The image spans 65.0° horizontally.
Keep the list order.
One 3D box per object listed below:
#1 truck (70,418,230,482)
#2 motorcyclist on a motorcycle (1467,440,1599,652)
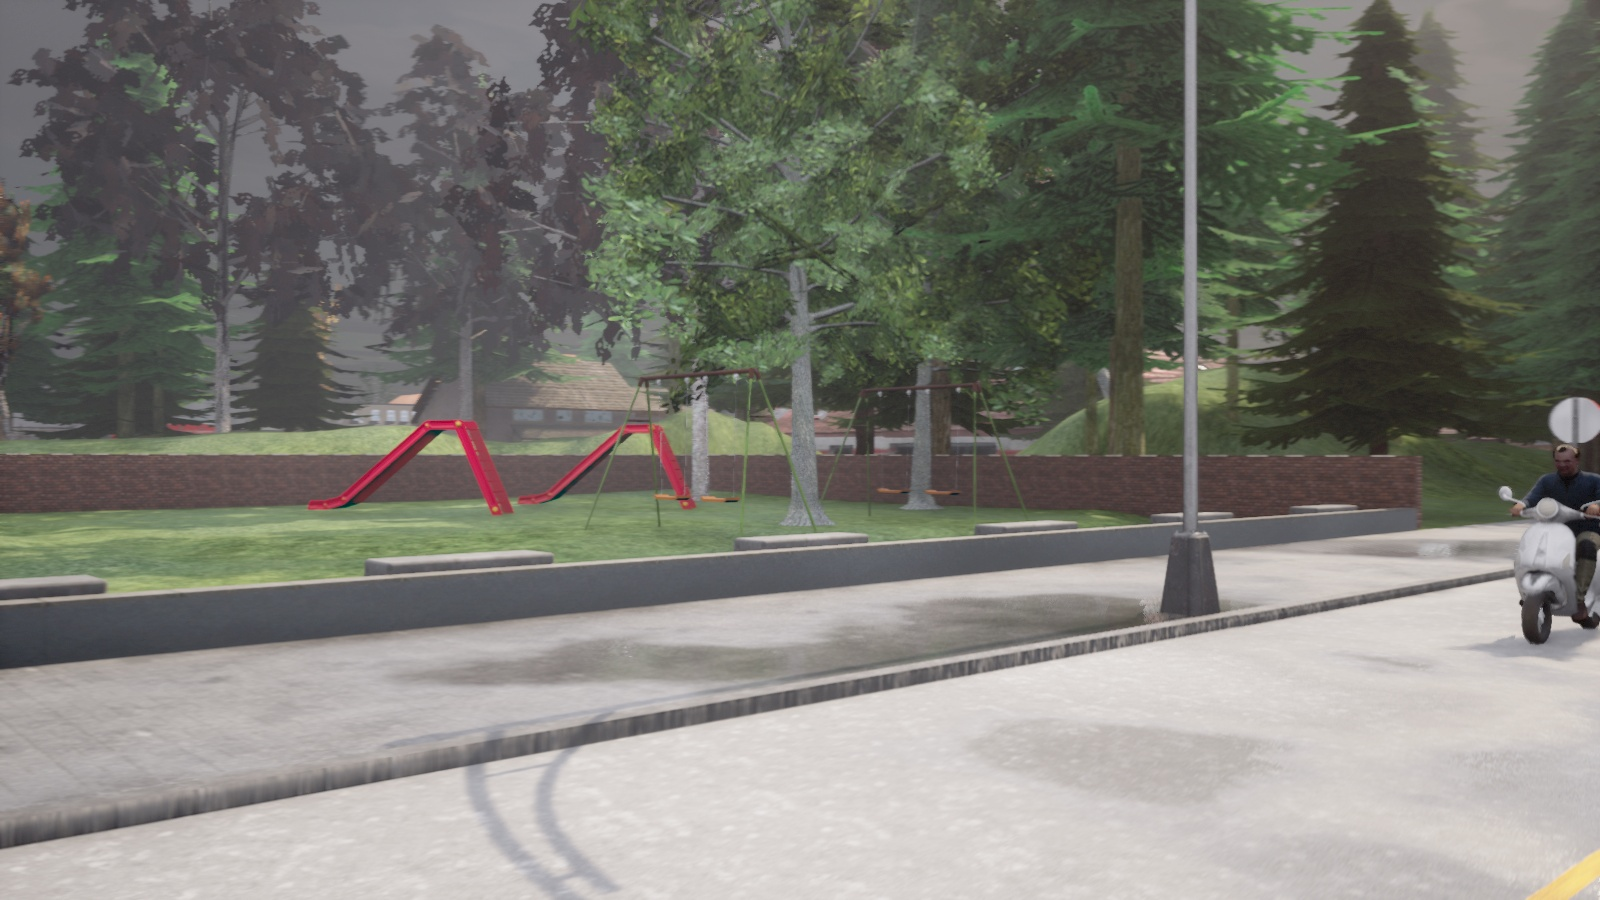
[{"bbox_3d":[-40.633,0.004,78.747,8.468,3.827,2.891,0,0,-43],"label":"truck"},{"bbox_3d":[6.299,0.721,10.326,1.817,1.590,0.866,0,0,-42],"label":"motorcyclist on a motorcycle"}]
